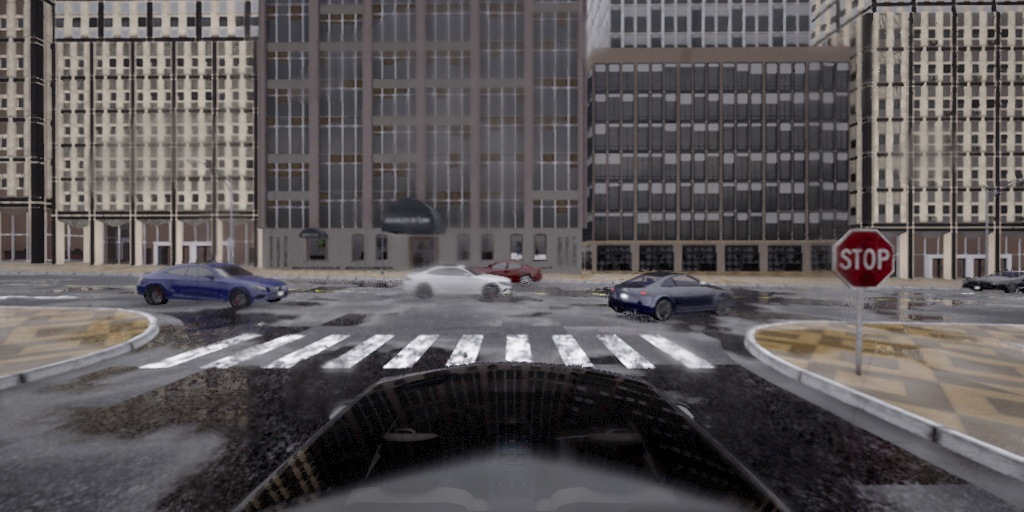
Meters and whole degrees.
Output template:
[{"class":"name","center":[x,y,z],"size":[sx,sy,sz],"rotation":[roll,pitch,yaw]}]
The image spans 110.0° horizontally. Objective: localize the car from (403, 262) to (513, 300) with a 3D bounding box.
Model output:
[{"class":"car","center":[-2.402,1.120,15.900],"size":[4.674,1.442,1.812],"rotation":[0,0,1]}]

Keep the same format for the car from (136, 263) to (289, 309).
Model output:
[{"class":"car","center":[-10.532,0.979,12.761],"size":[4.674,1.442,1.812],"rotation":[2,0,1]}]

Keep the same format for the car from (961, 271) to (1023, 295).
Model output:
[{"class":"car","center":[31.595,1.631,22.270],"size":[5.357,1.411,2.033],"rotation":[1,0,1]}]

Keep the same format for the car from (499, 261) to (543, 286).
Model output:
[{"class":"car","center":[-0.567,1.046,22.603],"size":[5.008,1.535,1.882],"rotation":[1,0,1]}]

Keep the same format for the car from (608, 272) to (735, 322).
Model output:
[{"class":"car","center":[5.267,1.223,11.813],"size":[4.181,1.385,1.994],"rotation":[1,0,-25]}]
